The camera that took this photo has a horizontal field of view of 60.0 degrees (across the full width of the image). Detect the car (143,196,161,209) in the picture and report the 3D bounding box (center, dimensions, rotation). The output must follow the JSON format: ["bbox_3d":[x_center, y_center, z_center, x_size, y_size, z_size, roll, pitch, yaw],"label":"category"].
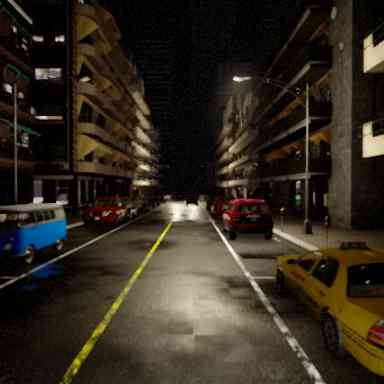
[{"bbox_3d":[-5.686,1.499,44.854,1.802,1.307,4.206,-1,0,0],"label":"car"}]

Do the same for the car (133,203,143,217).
[{"bbox_3d":[-5.699,1.498,28.048,2.008,1.369,4.403,-1,0,0],"label":"car"}]

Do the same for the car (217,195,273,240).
[{"bbox_3d":[2.682,1.284,16.812,2.192,1.841,5.009,-1,0,0],"label":"car"}]

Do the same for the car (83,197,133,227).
[{"bbox_3d":[-5.686,1.273,22.445,2.192,1.841,5.009,-1,0,0],"label":"car"}]

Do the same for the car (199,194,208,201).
[{"bbox_3d":[2.702,1.298,78.435,1.967,1.590,4.097,-1,0,0],"label":"car"}]

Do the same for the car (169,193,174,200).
[{"bbox_3d":[-5.678,1.418,72.864,2.008,1.369,4.403,-1,0,0],"label":"car"}]

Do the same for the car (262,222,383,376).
[{"bbox_3d":[2.682,1.514,5.778,1.752,1.417,4.829,-1,0,0],"label":"car"}]

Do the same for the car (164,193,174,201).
[{"bbox_3d":[-5.678,1.164,84.068,2.192,1.841,5.009,-1,0,0],"label":"car"}]

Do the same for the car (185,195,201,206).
[{"bbox_3d":[0.015,1.412,50.813,1.837,1.490,4.892,0,0,0],"label":"car"}]

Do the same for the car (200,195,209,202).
[{"bbox_3d":[2.702,1.434,72.833,1.947,1.339,4.313,-1,0,0],"label":"car"}]

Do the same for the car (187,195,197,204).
[{"bbox_3d":[0.019,1.393,61.050,1.837,1.490,4.892,0,0,0],"label":"car"}]

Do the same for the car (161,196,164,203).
[{"bbox_3d":[-5.685,1.489,50.456,1.802,1.307,4.206,-1,0,0],"label":"car"}]

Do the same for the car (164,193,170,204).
[{"bbox_3d":[-5.681,1.438,61.660,2.008,1.369,4.403,-1,0,0],"label":"car"}]

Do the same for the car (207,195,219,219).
[{"bbox_3d":[2.686,1.263,28.016,2.192,1.841,5.009,-1,0,0],"label":"car"}]

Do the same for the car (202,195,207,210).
[{"bbox_3d":[2.689,1.243,39.220,2.192,1.841,5.009,-1,0,0],"label":"car"}]

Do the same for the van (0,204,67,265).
[{"bbox_3d":[-5.666,1.320,11.241,1.690,1.788,3.998,-1,0,0],"label":"van"}]
